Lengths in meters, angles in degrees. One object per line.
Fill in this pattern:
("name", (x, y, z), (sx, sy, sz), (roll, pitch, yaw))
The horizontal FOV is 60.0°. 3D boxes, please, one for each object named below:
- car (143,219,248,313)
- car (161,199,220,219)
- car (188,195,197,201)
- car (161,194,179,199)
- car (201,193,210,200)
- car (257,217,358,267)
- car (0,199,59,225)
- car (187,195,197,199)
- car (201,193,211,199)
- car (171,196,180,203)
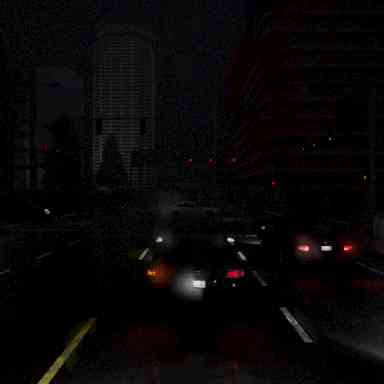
("car", (0.074, 1.564, 7.757), (1.994, 1.385, 4.181), (0, 0, 0))
("car", (-0.080, 1.515, 27.262), (4.674, 1.442, 1.812), (0, 0, 0))
("car", (0.052, 1.534, 81.396), (2.033, 1.411, 5.357), (0, 0, 0))
("car", (-3.563, 1.491, 50.704), (2.128, 1.511, 4.902), (0, 0, 0))
("car", (3.557, 1.207, 90.422), (2.150, 2.045, 5.566), (0, 0, 0))
("car", (3.596, 1.547, 11.377), (2.033, 1.411, 5.357), (0, 0, 0))
("car", (-11.915, 1.315, 23.683), (4.553, 1.767, 2.097), (1, 0, 0))
("car", (0.072, 1.501, 71.051), (1.837, 1.490, 4.892), (0, 0, 0))
("car", (3.551, 1.493, 80.538), (1.837, 1.490, 4.892), (0, 0, 0))
("car", (-3.455, 1.524, 70.608), (1.812, 1.442, 4.674), (0, 0, 0))
